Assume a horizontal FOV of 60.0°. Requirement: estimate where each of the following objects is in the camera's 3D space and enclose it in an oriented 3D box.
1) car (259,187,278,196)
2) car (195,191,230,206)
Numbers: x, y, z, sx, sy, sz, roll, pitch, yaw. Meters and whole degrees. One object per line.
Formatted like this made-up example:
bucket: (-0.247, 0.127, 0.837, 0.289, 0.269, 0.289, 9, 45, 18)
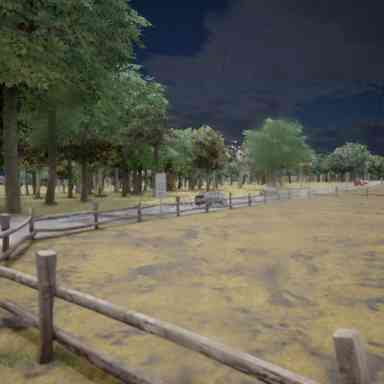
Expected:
car: (12.693, -0.089, 54.589, 1.812, 1.442, 4.674, 0, 2, 36)
car: (2.180, 0.661, 34.090, 1.837, 1.490, 4.892, 0, 2, 36)
